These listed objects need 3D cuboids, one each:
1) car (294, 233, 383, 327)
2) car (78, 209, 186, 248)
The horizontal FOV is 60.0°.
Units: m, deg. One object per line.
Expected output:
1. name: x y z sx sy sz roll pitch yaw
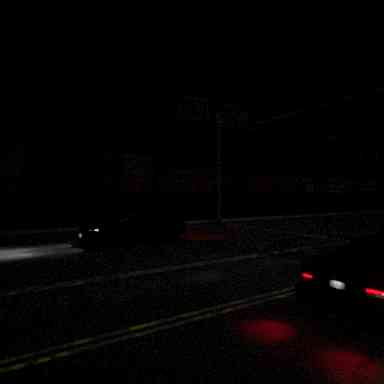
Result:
1. car: 4.449 1.592 6.940 5.357 1.411 2.033 0 0 -35
2. car: -2.569 1.529 15.054 4.902 1.511 2.128 0 0 -35
